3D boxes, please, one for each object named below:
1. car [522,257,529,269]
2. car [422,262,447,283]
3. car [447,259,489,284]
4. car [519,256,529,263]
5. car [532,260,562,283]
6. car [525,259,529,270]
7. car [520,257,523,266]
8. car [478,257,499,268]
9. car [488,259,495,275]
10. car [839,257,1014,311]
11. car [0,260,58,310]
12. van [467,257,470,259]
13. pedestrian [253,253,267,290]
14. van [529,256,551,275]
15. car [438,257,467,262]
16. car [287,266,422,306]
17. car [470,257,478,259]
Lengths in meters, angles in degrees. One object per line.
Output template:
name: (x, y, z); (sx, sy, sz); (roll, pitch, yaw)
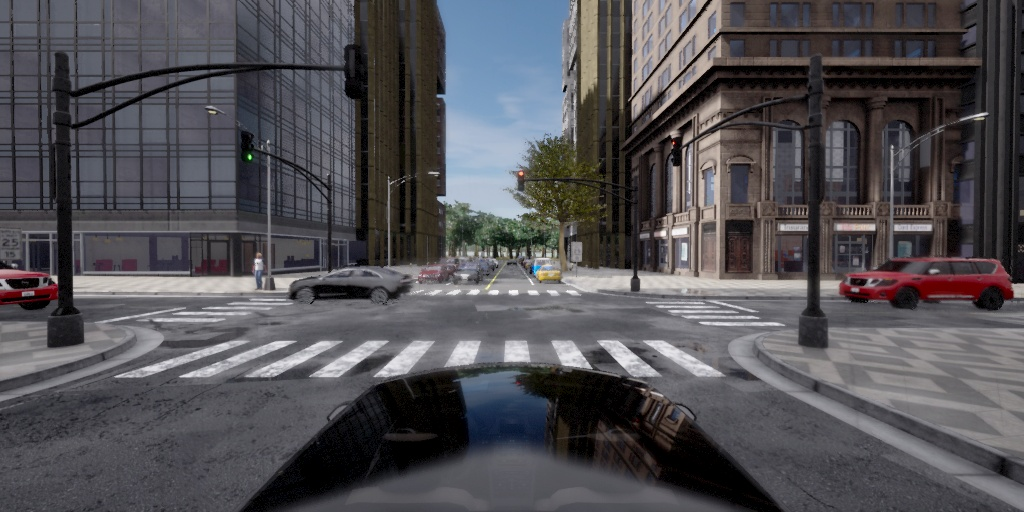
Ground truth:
car: (2.705, 1.207, 49.897); (1.751, 1.417, 4.829); (0, 0, 0)
car: (-5.793, 1.310, 26.989); (1.802, 1.307, 4.207); (0, 0, 0)
car: (-3.135, 1.220, 26.500); (2.128, 1.511, 4.902); (0, 0, 1)
car: (2.692, 1.201, 61.085); (2.007, 1.370, 4.403); (0, 0, 0)
car: (2.732, 1.254, 27.178); (1.751, 1.417, 4.829); (0, 0, 0)
car: (2.719, 1.274, 38.368); (1.948, 1.339, 4.313); (0, 0, 0)
car: (2.699, 1.212, 55.406); (1.888, 1.381, 4.507); (0, 0, 0)
car: (-3.140, 1.182, 46.434); (2.128, 1.511, 4.902); (0, 0, 0)
car: (-3.134, 1.260, 36.323); (2.033, 1.411, 5.357); (0, 0, 0)
car: (17.006, 1.080, 14.868); (5.566, 2.045, 2.150); (1, 1, 0)
car: (-18.386, 0.841, 11.553); (5.566, 2.045, 2.150); (1, 1, 0)
van: (-5.806, 1.049, 38.350); (1.690, 1.789, 3.998); (0, 0, 0)
pedestrian: (-12.542, 0.741, 17.809); (0.375, 1.860, 0.375); (0, 0, 0)
van: (2.726, 1.060, 32.688); (1.690, 1.789, 3.998); (0, 0, 0)
car: (-5.800, 1.034, 32.669); (2.192, 1.841, 5.009); (0, 0, 0)
car: (-6.533, 1.178, 14.797); (4.902, 1.511, 2.128); (0, 1, 0)
car: (-5.813, 1.011, 44.030); (2.192, 1.841, 5.009); (0, 0, 0)
